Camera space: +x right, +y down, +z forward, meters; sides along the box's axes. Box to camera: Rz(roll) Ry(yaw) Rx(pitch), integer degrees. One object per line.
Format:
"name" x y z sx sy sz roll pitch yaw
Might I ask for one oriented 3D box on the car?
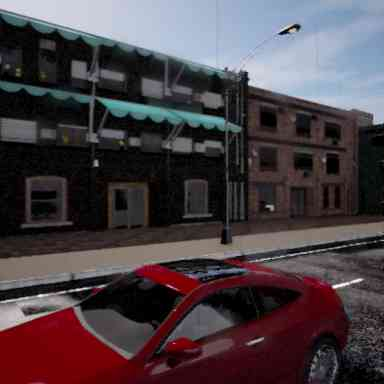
"car" -0.140 1.537 3.587 4.674 1.442 1.812 0 0 -36
